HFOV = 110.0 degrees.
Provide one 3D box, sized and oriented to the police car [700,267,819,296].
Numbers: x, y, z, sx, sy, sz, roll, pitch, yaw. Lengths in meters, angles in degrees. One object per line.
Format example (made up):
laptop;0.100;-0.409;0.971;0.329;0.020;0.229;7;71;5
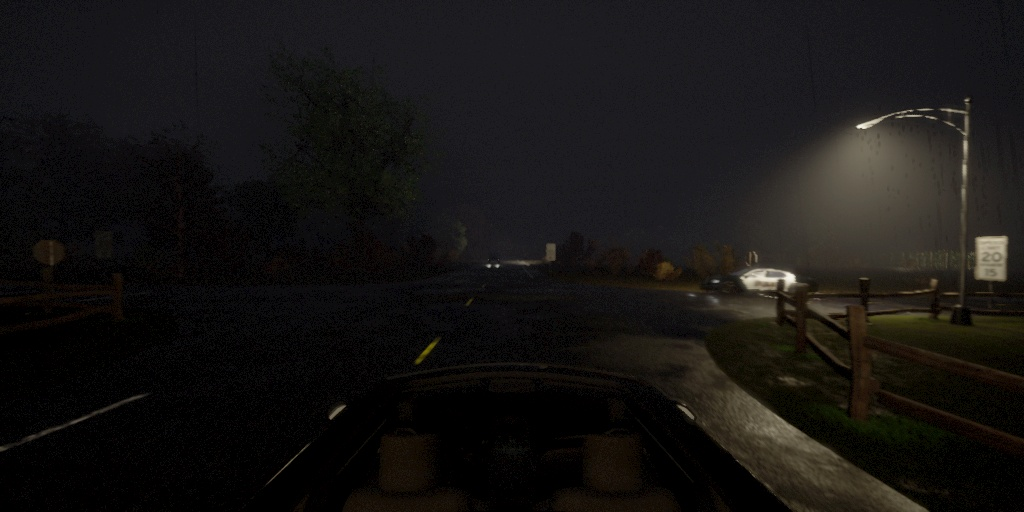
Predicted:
police car;12.795;1.354;18.906;4.974;1.542;2.038;1;-1;14
